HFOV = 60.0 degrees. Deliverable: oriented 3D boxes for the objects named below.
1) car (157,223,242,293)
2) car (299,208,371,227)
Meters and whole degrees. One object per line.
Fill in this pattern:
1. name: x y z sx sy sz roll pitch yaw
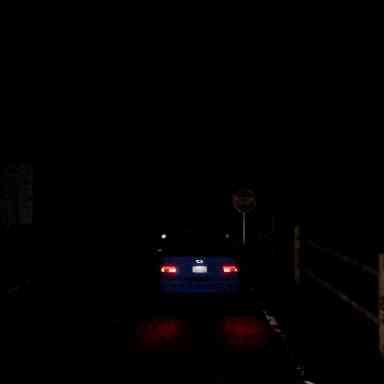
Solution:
1. car: 0.109 1.549 8.970 2.033 1.411 5.357 0 0 -1
2. car: 10.478 1.813 24.647 4.718 1.301 1.895 1 -1 1
